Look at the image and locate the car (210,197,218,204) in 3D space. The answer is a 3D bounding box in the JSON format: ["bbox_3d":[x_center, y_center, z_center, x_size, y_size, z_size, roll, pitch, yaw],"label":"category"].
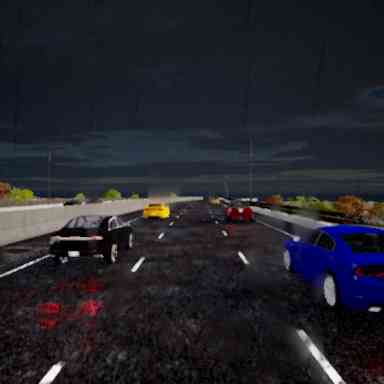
[{"bbox_3d":[5.701,2.098,86.200,2.033,1.649,4.856,0,-1,3],"label":"car"}]

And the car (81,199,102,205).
[{"bbox_3d":[-16.610,1.896,56.218,1.837,1.490,4.892,0,0,2],"label":"car"}]

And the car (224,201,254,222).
[{"bbox_3d":[3.851,1.521,28.103,2.097,1.767,4.553,0,0,1],"label":"car"}]

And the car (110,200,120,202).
[{"bbox_3d":[-13.098,1.997,56.496,1.895,1.301,4.718,0,0,3],"label":"car"}]

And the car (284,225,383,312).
[{"bbox_3d":[3.629,1.523,7.897,1.882,1.535,5.008,0,0,0],"label":"car"}]

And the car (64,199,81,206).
[{"bbox_3d":[-20.103,1.956,56.367,1.994,1.385,4.181,0,0,2],"label":"car"}]

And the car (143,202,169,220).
[{"bbox_3d":[-3.120,1.658,29.857,1.882,1.535,5.008,0,0,1],"label":"car"}]

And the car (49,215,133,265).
[{"bbox_3d":[-3.346,1.556,11.881,2.128,1.511,4.902,0,0,0],"label":"car"}]

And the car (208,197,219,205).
[{"bbox_3d":[5.192,2.018,75.479,1.801,1.575,5.366,0,-1,3],"label":"car"}]
